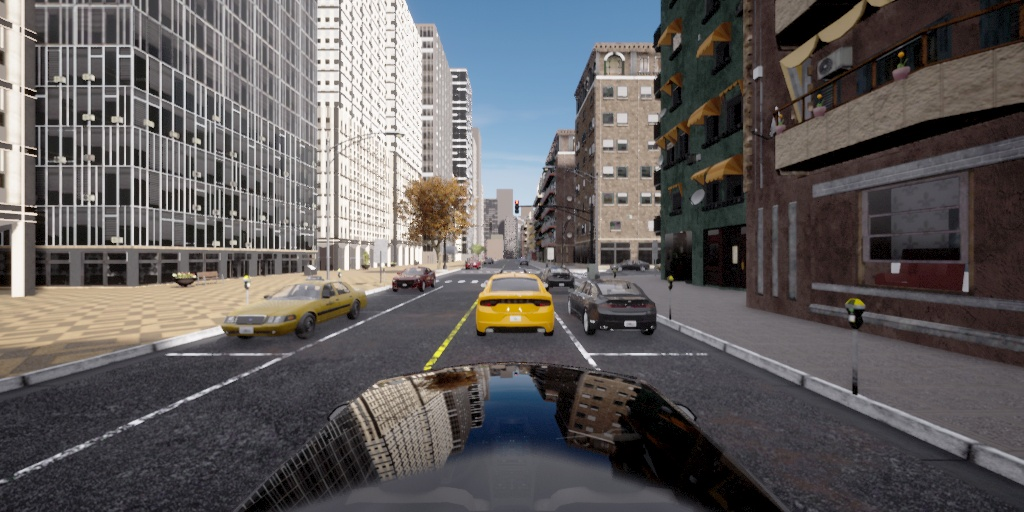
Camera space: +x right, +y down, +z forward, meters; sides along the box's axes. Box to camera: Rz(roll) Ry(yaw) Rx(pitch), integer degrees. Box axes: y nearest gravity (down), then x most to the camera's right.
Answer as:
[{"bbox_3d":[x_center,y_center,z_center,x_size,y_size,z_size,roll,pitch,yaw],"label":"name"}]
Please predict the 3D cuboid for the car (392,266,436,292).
[{"bbox_3d":[-5.730,1.294,21.341,1.888,1.381,4.507,0,0,0],"label":"car"}]

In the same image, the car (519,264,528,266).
[{"bbox_3d":[0.063,1.350,20.664,1.895,1.301,4.718,0,0,0],"label":"car"}]

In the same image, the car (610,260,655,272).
[{"bbox_3d":[13.358,1.099,40.794,4.403,1.370,2.007,0,0,-1],"label":"car"}]

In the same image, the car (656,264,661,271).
[{"bbox_3d":[18.755,0.997,40.859,4.829,1.417,1.751,0,0,-1],"label":"car"}]

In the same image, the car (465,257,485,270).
[{"bbox_3d":[-5.793,1.085,53.728,2.192,1.841,5.009,0,0,0],"label":"car"}]

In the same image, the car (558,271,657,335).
[{"bbox_3d":[2.672,1.299,10.291,2.007,1.370,4.403,0,0,0],"label":"car"}]

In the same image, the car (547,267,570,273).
[{"bbox_3d":[2.650,1.300,21.357,2.007,1.370,4.403,0,0,0],"label":"car"}]

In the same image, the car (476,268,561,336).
[{"bbox_3d":[0.072,1.226,10.385,1.882,1.535,5.008,0,0,0],"label":"car"}]

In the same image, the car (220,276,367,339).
[{"bbox_3d":[-5.708,1.274,10.105,1.751,1.417,4.829,0,0,0],"label":"car"}]
